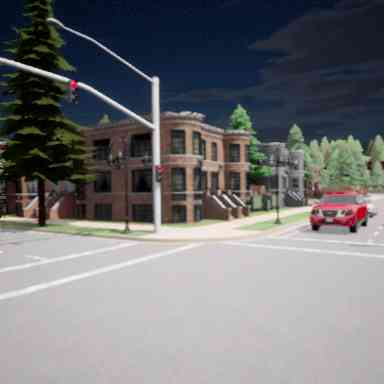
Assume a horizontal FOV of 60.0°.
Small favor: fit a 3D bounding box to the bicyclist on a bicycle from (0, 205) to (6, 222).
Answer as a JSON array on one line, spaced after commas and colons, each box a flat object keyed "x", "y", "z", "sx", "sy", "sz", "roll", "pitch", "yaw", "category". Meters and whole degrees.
[{"x": -14.199, "y": 1.374, "z": 23.928, "sx": 0.582, "sy": 1.620, "sz": 1.656, "roll": -1, "pitch": 1, "yaw": 32, "category": "bicyclist on a bicycle"}]

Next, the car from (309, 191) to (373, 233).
[{"x": 8.284, "y": 0.988, "z": 18.490, "sx": 2.150, "sy": 2.045, "sz": 5.566, "roll": -1, "pitch": 0, "yaw": 35, "category": "car"}]

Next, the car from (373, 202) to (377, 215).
[{"x": 13.462, "y": 1.168, "z": 26.337, "sx": 1.812, "sy": 1.442, "sz": 4.674, "roll": -1, "pitch": 0, "yaw": 34, "category": "car"}]
